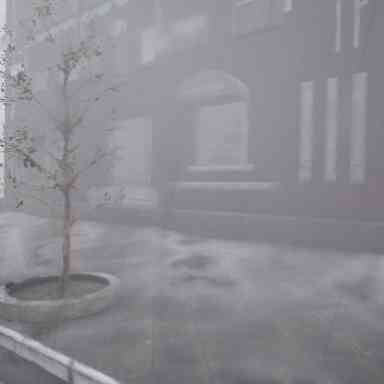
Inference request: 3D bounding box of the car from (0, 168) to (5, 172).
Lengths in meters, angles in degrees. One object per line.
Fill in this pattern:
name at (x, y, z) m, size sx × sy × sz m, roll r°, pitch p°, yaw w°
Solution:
car at (-26.274, -3.371, 49.098) m, size 4.892 × 1.521 × 2.231 m, roll 1°, pitch 1°, yaw 27°
